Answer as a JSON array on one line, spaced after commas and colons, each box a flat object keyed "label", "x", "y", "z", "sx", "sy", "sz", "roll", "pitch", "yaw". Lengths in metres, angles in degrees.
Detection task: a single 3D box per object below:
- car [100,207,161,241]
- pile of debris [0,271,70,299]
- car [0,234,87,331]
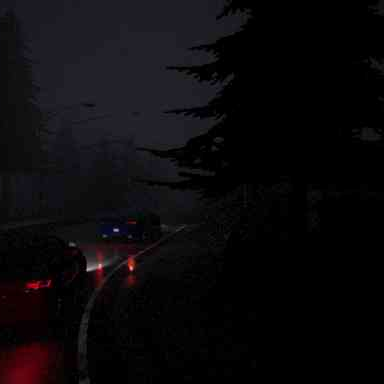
[{"label": "car", "x": -2.930, "y": 1.496, "z": 16.816, "sx": 1.882, "sy": 1.535, "sz": 5.008, "roll": 0, "pitch": 0, "yaw": 8}, {"label": "pile of debris", "x": -3.966, "y": 2.185, "z": 7.973, "sx": 1.500, "sy": 0.140, "sz": 1.860, "roll": 0, "pitch": 0, "yaw": -4}, {"label": "car", "x": -3.475, "y": 1.568, "z": 6.925, "sx": 1.994, "sy": 1.385, "sz": 4.181, "roll": 0, "pitch": 0, "yaw": -11}]
